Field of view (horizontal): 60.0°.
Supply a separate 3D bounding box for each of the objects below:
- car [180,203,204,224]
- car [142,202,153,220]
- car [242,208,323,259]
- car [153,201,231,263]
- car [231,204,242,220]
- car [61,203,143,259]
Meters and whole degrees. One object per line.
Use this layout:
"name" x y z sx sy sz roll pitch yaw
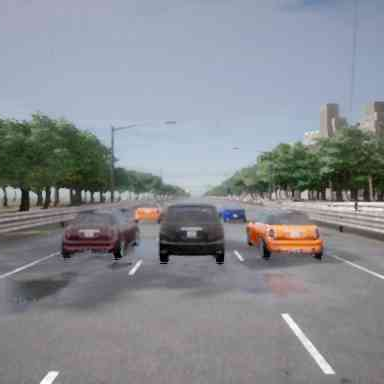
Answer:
"car" 0.018 1.778 29.256 1.882 1.535 5.008 0 0 0
"car" -3.489 1.644 28.428 2.097 1.767 4.553 0 -1 0
"car" 3.518 1.494 13.433 2.097 1.767 4.553 0 -1 0
"car" 0.008 1.360 12.610 2.150 2.045 5.566 0 0 0
"car" 3.517 1.778 29.229 1.882 1.535 5.008 0 0 0
"car" -3.482 1.494 13.431 2.097 1.767 4.553 0 -1 0
